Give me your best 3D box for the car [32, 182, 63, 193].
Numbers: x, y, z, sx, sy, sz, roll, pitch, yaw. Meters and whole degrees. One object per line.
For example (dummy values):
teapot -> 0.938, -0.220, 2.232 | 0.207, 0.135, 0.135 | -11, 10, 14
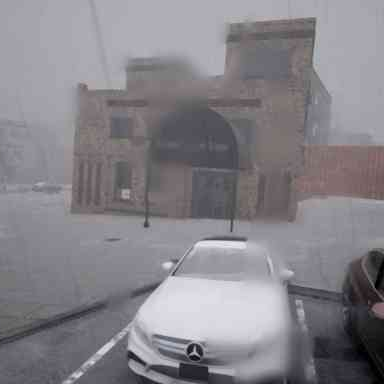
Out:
car -> -20.241, -0.660, 46.739 | 1.812, 1.442, 4.674 | 5, 4, 21

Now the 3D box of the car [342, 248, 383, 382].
car -> 3.032, 1.502, 3.748 | 2.163, 1.488, 4.792 | 1, -1, 15

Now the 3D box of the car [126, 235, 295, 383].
car -> 0.621, 1.507, 5.470 | 2.002, 1.452, 4.674 | 1, -1, 15
